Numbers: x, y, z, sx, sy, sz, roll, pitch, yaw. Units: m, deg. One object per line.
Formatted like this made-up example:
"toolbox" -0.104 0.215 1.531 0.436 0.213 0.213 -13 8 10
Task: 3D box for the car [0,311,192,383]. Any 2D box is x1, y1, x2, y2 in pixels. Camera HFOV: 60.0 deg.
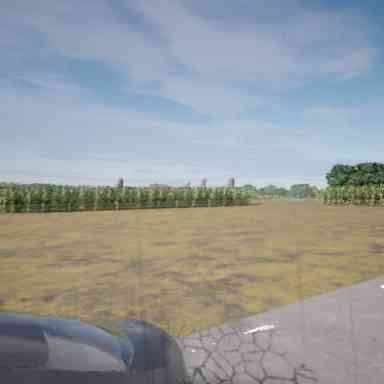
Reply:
"car" -2.055 1.525 1.605 4.674 1.442 1.812 0 0 -35
